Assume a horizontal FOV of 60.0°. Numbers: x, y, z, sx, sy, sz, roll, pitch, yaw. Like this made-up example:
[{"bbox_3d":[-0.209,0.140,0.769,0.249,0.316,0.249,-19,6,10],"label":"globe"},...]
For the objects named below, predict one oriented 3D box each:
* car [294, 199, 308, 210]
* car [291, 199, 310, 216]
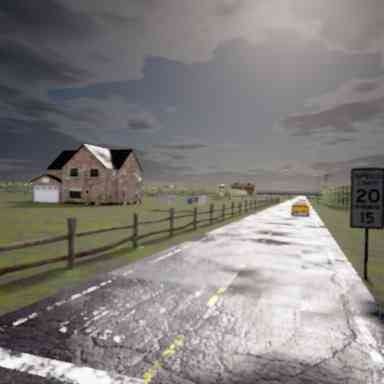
[{"bbox_3d":[16.520,1.879,50.342,1.837,1.490,4.892,1,0,19],"label":"car"},{"bbox_3d":[12.062,1.748,36.994,1.882,1.535,5.008,1,-1,19],"label":"car"}]
